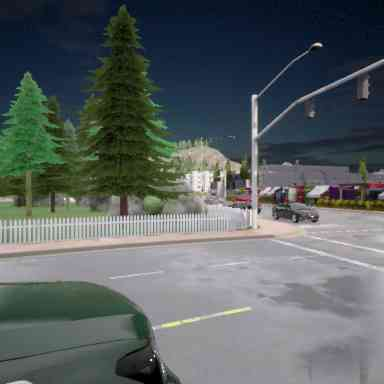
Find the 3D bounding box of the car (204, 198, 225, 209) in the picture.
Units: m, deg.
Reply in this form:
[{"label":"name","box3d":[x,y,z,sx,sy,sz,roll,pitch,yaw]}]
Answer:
[{"label":"car","box3d":[2.900,1.547,44.242,2.128,1.511,4.902,0,0,-16]}]

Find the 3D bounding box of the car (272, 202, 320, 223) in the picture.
[{"label":"car","box3d":[8.095,1.560,26.346,1.837,1.490,4.892,0,0,-14]}]

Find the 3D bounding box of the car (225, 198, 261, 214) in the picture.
[{"label":"car","box3d":[5.511,1.656,35.254,1.895,1.301,4.718,0,0,-16]}]

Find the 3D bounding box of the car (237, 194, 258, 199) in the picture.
[{"label":"car","box3d":[8.328,1.277,51.383,2.150,2.045,5.566,0,0,-16]}]

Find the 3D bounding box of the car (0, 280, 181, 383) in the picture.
[{"label":"car","box3d":[-2.732,1.221,1.688,5.566,2.045,2.150,0,0,-36]}]
